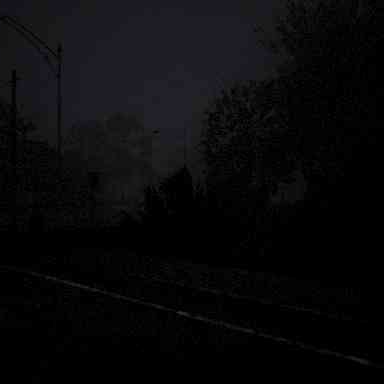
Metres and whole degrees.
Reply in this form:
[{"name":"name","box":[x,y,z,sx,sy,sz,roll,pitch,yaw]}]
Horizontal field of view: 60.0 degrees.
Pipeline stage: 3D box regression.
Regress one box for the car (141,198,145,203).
[{"name":"car","box":[-5.176,1.126,48.928,2.150,2.045,5.566,0,0,32]}]
